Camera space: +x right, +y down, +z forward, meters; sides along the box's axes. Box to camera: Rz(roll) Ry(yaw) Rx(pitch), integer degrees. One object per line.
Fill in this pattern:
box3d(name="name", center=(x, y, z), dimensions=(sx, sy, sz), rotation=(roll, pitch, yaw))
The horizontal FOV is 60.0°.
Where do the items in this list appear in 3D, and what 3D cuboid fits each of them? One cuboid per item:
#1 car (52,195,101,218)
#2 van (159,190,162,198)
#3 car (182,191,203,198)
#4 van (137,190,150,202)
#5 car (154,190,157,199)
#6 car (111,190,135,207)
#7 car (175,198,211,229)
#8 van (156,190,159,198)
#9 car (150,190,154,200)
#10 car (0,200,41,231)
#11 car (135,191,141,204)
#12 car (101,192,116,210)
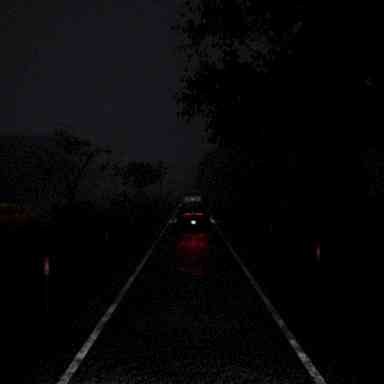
box3d(name="car", center=(-9.053, 1.122, 25.752), dimensions=(2.097, 1.535, 5.008), rotation=(0, 0, 2))
box3d(name="van", center=(-9.340, 0.526, 86.556), dimensions=(1.878, 1.987, 4.442), rotation=(0, -1, -2))
box3d(name="car", center=(0.060, 0.855, 39.349), dimensions=(2.150, 2.045, 5.566), rotation=(0, 1, 0))
box3d(name="van", center=(-9.131, 0.705, 58.898), dimensions=(1.878, 1.987, 4.442), rotation=(0, 1, 2))
box3d(name="car", center=(-9.149, 0.877, 70.095), dimensions=(2.163, 1.488, 4.792), rotation=(0, -1, -2))
box3d(name="car", center=(-9.087, 0.792, 41.182), dimensions=(2.435, 2.045, 5.566), rotation=(0, 0, 1))
box3d(name="car", center=(0.080, 1.331, 20.039), dimensions=(1.837, 1.490, 4.892), rotation=(0, 1, 0))
box3d(name="van", center=(-9.166, 0.584, 76.606), dimensions=(1.878, 1.987, 4.442), rotation=(0, -1, -3))
box3d(name="car", center=(-9.138, 0.877, 64.584), dimensions=(2.231, 1.521, 4.892), rotation=(0, -1, -2))
box3d(name="car", center=(-9.038, 1.189, 15.499), dimensions=(1.946, 1.575, 5.366), rotation=(0, 0, 2))
box3d(name="car", center=(-9.102, 1.031, 47.928), dimensions=(2.002, 1.452, 4.674), rotation=(0, 0, 0))
box3d(name="car", center=(-9.066, 1.073, 31.299), dimensions=(2.097, 1.535, 5.008), rotation=(0, 0, 2))
